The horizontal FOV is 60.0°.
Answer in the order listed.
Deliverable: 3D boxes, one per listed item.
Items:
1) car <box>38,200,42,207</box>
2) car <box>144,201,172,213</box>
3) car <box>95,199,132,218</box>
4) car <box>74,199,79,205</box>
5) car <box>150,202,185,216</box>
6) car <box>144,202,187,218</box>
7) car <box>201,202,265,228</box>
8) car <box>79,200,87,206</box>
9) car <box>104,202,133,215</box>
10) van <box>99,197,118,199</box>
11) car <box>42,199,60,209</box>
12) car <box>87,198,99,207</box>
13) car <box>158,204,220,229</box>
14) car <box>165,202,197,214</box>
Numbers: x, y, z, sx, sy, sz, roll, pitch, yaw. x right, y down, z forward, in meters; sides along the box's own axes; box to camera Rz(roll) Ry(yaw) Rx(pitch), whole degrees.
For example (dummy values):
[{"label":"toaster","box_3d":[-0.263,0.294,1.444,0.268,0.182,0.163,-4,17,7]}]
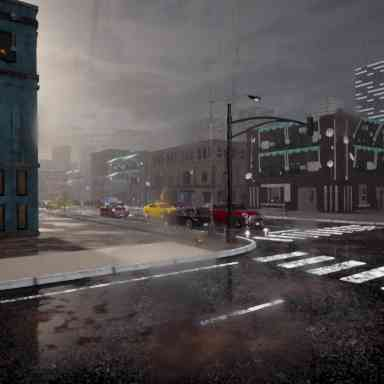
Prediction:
[{"label":"car","box_3d":[-30.650,2.376,66.822,2.008,1.369,4.403,-1,0,-35]},{"label":"car","box_3d":[-4.615,1.966,44.565,1.802,1.307,4.206,-1,0,-35]},{"label":"car","box_3d":[-8.258,1.847,35.203,1.967,1.590,4.097,-1,0,-35]},{"label":"car","box_3d":[-27.011,2.365,76.184,1.947,1.339,4.313,-1,0,-35]},{"label":"car","box_3d":[-2.823,1.860,37.567,1.812,1.442,4.674,-1,0,-35]},{"label":"car","box_3d":[-2.912,1.794,32.157,1.882,1.535,5.008,-1,0,-35]},{"label":"car","box_3d":[3.010,1.551,23.850,2.097,1.767,4.553,-1,0,-36]},{"label":"car","box_3d":[-20.613,2.228,67.150,1.887,1.381,4.507,-1,0,-35]},{"label":"car","box_3d":[-9.112,1.964,40.927,1.812,1.442,4.674,-1,0,-35]},{"label":"van","box_3d":[-14.219,1.907,58.116,1.690,1.788,3.998,-1,0,-35]},{"label":"car","box_3d":[-24.153,2.233,57.649,1.752,1.417,4.829,-1,0,-35]},{"label":"car","box_3d":[-17.419,1.940,62.633,2.192,1.841,5.009,-1,0,-35]},{"label":"car","box_3d":[-0.333,1.815,23.809,1.947,1.339,4.313,-1,0,-35]},{"label":"car","box_3d":[-1.417,1.904,40.049,1.802,1.307,4.206,-2,0,-35]}]
